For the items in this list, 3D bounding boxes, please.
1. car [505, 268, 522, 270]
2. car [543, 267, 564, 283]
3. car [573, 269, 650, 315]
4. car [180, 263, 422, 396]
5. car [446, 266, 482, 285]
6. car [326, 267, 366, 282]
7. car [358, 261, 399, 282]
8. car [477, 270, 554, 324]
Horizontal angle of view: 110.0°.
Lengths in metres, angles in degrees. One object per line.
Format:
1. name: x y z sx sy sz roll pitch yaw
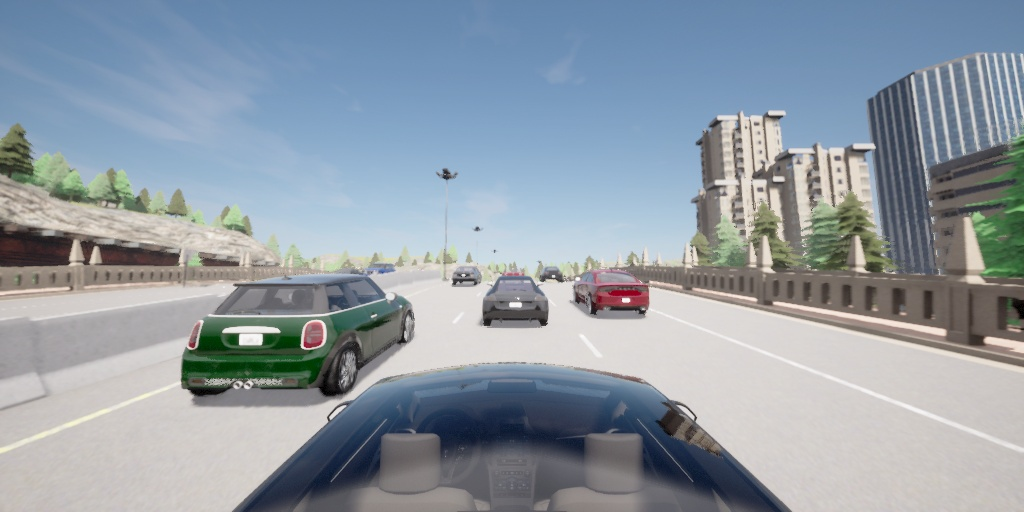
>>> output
1. car: 0.107 1.719 31.699 1.895 1.301 4.718 0 -3 0
2. car: 3.608 1.732 33.355 1.812 1.442 4.674 0 -3 0
3. car: 3.603 1.251 13.797 1.882 1.535 5.008 0 0 0
4. car: -3.399 1.112 6.792 2.097 1.767 4.553 0 0 0
5. car: -3.394 1.494 27.650 2.033 1.411 5.357 0 -2 0
6. car: -17.583 2.010 38.287 1.882 1.535 5.008 0 -4 0
7. car: -14.086 1.748 38.249 2.150 2.045 5.566 0 -4 0
8. car: 0.103 1.334 11.999 1.994 1.385 4.181 0 0 0
